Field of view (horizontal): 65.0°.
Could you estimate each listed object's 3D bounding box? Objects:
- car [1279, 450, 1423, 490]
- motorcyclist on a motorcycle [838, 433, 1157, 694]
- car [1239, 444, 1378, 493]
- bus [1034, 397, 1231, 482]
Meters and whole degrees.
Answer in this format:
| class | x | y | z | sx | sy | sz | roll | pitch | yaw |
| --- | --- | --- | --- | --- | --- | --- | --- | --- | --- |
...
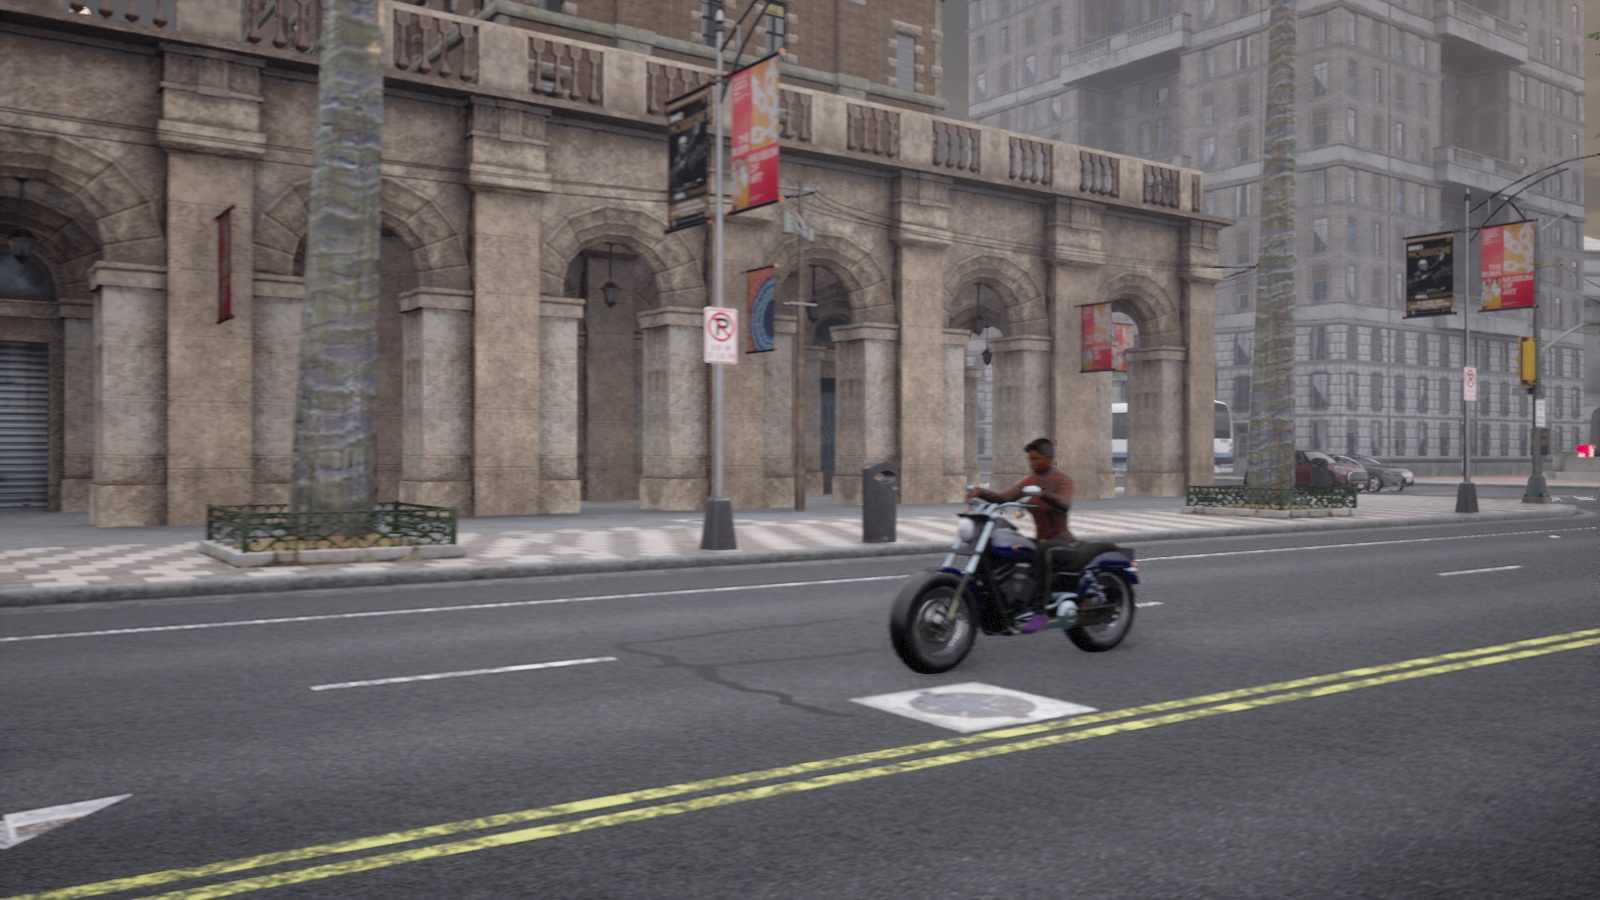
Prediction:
| class | x | y | z | sx | sy | sz | roll | pitch | yaw |
| --- | --- | --- | --- | --- | --- | --- | --- | --- | --- |
| car | 22.082 | 0.776 | 50.535 | 2.128 | 1.511 | 4.902 | 0 | 0 | -35 |
| motorcyclist on a motorcycle | 1.449 | 0.713 | 8.911 | 2.350 | 1.649 | 0.766 | 0 | 0 | -35 |
| car | 19.443 | 0.678 | 48.211 | 2.097 | 1.767 | 4.553 | 0 | 0 | -35 |
| bus | 17.938 | -0.505 | 68.649 | 3.944 | 4.253 | 10.273 | 0 | 0 | -35 |
